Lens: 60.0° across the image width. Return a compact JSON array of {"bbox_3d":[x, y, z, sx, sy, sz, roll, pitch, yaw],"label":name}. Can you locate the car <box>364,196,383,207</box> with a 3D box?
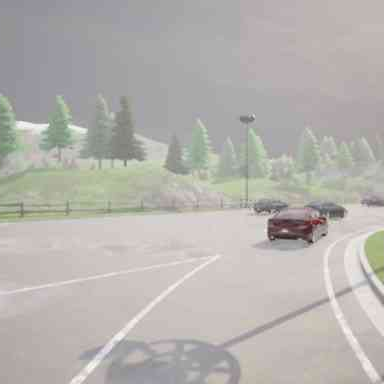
[{"bbox_3d":[29.570,1.366,52.375,4.553,1.767,2.097,0,0,-40],"label":"car"}]

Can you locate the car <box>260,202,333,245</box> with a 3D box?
[{"bbox_3d":[5.171,1.474,15.869,1.882,1.535,5.008,-1,0,32],"label":"car"}]

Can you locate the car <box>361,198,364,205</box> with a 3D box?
[{"bbox_3d":[31.581,1.536,58.846,4.674,1.442,1.812,0,0,-41],"label":"car"}]

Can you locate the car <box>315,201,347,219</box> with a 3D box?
[{"bbox_3d":[10.843,1.501,27.033,4.892,1.490,1.837,1,0,-41],"label":"car"}]

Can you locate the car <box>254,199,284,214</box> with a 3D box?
[{"bbox_3d":[8.337,1.491,34.110,4.892,1.490,1.837,1,0,-41],"label":"car"}]
